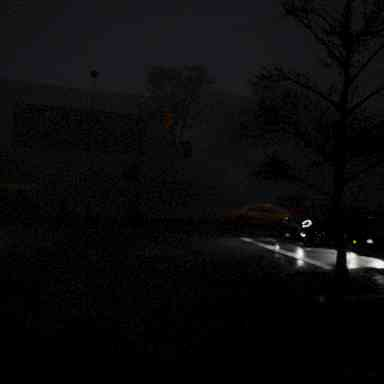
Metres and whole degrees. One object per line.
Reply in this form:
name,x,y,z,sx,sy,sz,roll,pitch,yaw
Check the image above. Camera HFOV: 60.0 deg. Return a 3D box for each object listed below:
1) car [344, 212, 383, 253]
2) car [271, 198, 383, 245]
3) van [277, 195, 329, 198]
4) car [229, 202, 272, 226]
car,8.303,1.651,12.611,4.181,1.385,1.994,2,1,-18
car,6.305,1.344,15.109,4.553,1.767,2.097,2,1,-18
van,7.347,1.223,20.548,1.878,1.987,4.442,2,0,-38
car,4.542,1.366,19.590,1.946,1.575,5.366,2,0,-38
